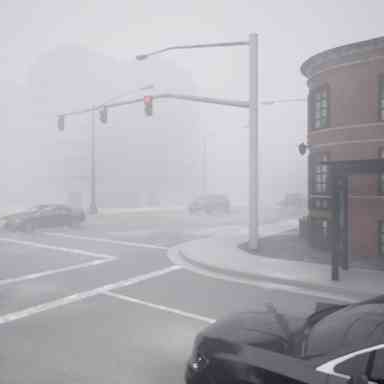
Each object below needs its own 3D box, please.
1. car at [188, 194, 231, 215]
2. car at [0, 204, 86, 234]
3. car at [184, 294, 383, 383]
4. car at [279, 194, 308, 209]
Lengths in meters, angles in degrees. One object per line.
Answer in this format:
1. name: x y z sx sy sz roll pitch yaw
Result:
1. car: 1.905 1.224 34.175 2.150 2.045 5.566 0 0 35
2. car: -8.526 1.495 19.329 2.128 1.511 4.902 0 0 33
3. car: 2.178 1.505 2.411 4.892 1.490 1.837 0 0 36
4. car: 14.253 1.223 45.212 2.150 2.045 5.566 0 0 35
